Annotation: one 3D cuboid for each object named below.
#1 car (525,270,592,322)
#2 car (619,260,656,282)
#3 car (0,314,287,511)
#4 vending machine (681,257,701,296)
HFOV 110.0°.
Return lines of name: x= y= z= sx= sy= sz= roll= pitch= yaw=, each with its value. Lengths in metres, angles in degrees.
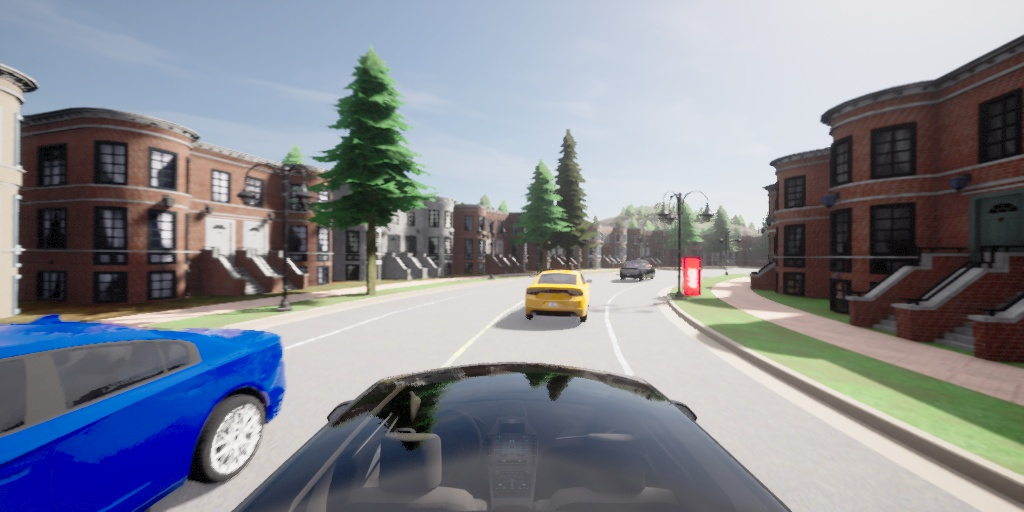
car: x=1.745 y=1.237 z=12.604 sx=1.882 sy=1.535 sz=5.008 roll=0 pitch=0 yaw=14
car: x=10.734 y=1.318 z=30.499 sx=2.128 sy=1.511 sz=4.902 roll=0 pitch=0 yaw=37
car: x=-3.438 y=1.198 z=1.804 sx=1.882 sy=1.535 sz=5.008 roll=0 pitch=0 yaw=2
vending machine: x=8.983 y=1.014 z=17.960 sx=1.100 sy=2.100 sz=0.880 roll=0 pitch=0 yaw=24
